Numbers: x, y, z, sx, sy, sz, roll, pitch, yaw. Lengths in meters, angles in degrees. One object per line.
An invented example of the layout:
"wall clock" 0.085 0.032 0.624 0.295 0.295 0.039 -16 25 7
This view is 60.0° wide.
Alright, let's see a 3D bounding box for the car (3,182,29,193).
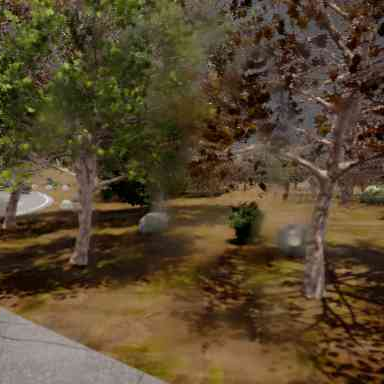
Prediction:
"car" -20.673 -0.786 38.862 4.892 1.490 1.837 6 2 44
